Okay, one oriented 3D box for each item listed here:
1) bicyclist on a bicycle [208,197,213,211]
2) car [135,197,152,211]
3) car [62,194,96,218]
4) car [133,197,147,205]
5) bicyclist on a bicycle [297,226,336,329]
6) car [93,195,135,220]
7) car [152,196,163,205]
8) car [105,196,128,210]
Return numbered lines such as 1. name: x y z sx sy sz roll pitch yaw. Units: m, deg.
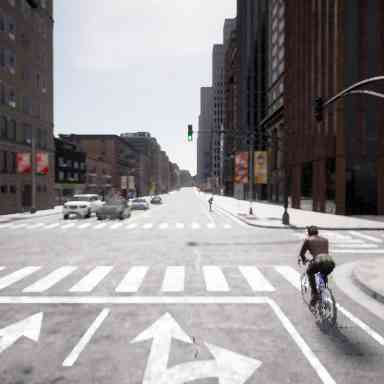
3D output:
1. bicyclist on a bicycle: 2.243 1.485 40.095 0.582 1.620 1.656 0 0 0
2. car: -6.603 1.635 42.358 1.895 1.301 4.718 0 0 0
3. car: -9.860 1.246 30.298 2.150 2.045 5.566 0 0 0
4. car: -9.777 1.645 62.992 1.895 1.301 4.718 0 0 0
5. bicyclist on a bicycle: 2.251 1.455 6.035 0.582 1.620 1.656 0 0 0
6. car: -6.604 1.374 28.540 2.097 1.767 4.553 0 0 0
7. car: -6.537 1.551 61.945 1.837 1.490 4.892 0 -1 0
8. car: -9.850 1.386 43.724 2.097 1.767 4.553 0 0 0
